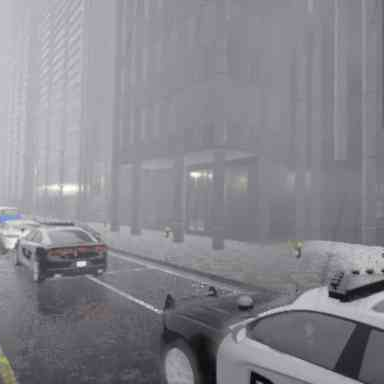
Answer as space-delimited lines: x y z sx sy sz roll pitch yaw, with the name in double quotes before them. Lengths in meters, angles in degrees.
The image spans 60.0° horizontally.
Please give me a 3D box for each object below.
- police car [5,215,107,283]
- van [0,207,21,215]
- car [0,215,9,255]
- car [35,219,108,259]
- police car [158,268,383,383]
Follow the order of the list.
"police car" -4.586 1.804 11.117 1.930 1.638 5.238 3 -3 -38
"van" -16.204 2.238 29.119 1.690 1.788 3.998 2 -3 -38
"car" -8.198 2.028 15.765 1.812 1.442 4.674 3 -3 -38
"car" -5.833 2.088 15.746 1.887 1.381 4.507 2 -3 -38
"police car" 1.506 1.593 3.177 1.930 1.638 5.238 3 -3 -38
